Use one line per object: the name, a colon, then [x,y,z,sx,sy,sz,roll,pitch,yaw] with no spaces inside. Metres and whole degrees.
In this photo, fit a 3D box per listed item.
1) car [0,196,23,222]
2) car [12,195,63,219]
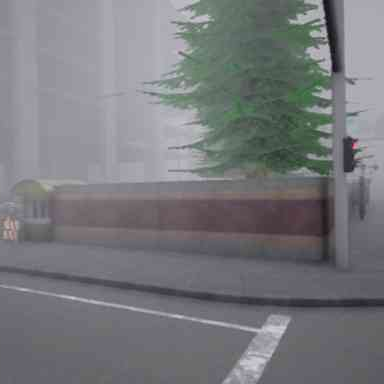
car: [-14.454,1.254,25.626,3.866,1.878,1.905,-1,0,27]
car: [-13.120,1.209,28.247,3.866,1.878,1.905,-1,0,27]
